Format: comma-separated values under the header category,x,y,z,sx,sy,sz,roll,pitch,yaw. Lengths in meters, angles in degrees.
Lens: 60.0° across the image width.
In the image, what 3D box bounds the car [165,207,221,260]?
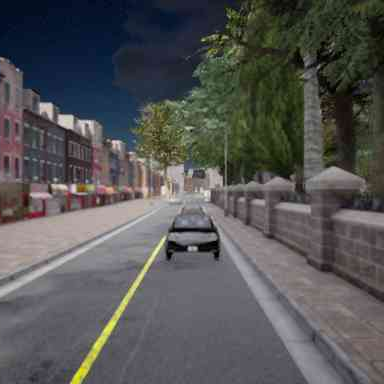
category,x,y,z,sx,sy,sz,roll,pitch,yaw
car,0.039,1.532,12.612,2.128,1.511,4.902,0,0,0

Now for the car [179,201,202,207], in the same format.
category,x,y,z,sx,sy,sz,roll,pitch,yaw
car,0.027,1.648,26.973,1.895,1.301,4.718,0,0,1

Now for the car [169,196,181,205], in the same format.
category,x,y,z,sx,sy,sz,roll,pitch,yaw
car,-2.828,1.402,56.761,1.812,1.442,4.674,0,0,0
